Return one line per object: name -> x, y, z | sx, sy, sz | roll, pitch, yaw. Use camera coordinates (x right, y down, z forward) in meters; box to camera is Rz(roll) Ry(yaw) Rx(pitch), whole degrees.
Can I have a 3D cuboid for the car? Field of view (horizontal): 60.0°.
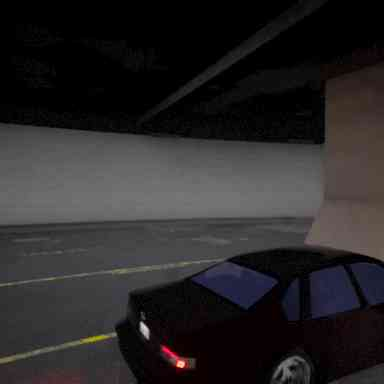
car -> 1.740, 1.500, 4.635 | 5.357, 1.411, 2.033 | 0, 1, -27
